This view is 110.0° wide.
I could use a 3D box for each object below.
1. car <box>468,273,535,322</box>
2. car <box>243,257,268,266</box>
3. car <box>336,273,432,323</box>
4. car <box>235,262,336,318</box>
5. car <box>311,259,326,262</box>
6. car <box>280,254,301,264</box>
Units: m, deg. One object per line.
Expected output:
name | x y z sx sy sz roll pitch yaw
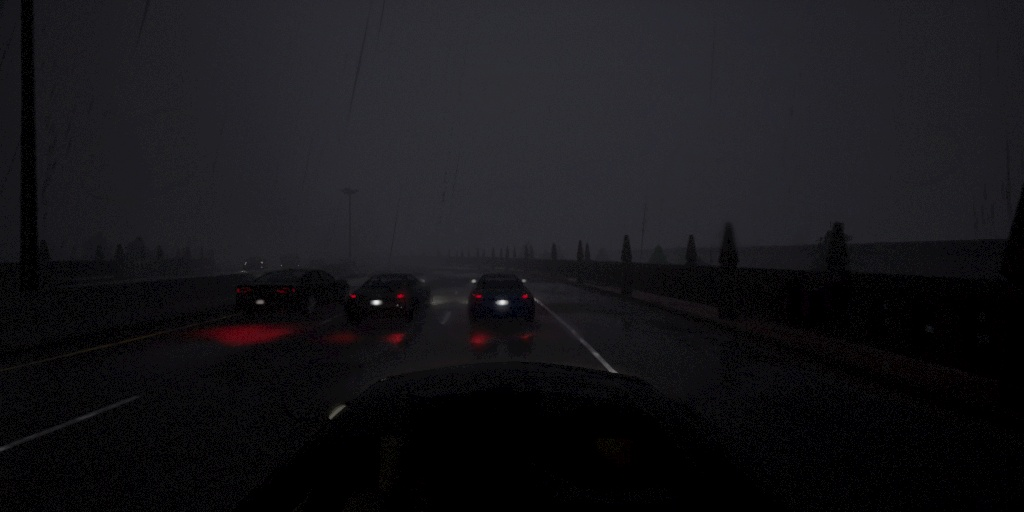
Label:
car | -0.419 1.253 11.984 1.994 1.385 4.181 0 0 -4
car | -31.431 0.855 44.066 2.097 1.767 4.553 0 0 -28
car | -3.930 1.253 11.993 1.994 1.385 4.181 0 0 -4
car | -7.505 1.162 12.830 1.882 1.535 5.008 0 0 -5
car | -21.799 1.071 40.207 2.033 1.411 5.357 0 0 -23
car | -29.368 0.702 47.638 2.150 2.045 5.566 0 0 -29
